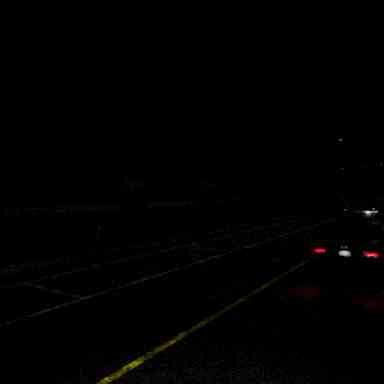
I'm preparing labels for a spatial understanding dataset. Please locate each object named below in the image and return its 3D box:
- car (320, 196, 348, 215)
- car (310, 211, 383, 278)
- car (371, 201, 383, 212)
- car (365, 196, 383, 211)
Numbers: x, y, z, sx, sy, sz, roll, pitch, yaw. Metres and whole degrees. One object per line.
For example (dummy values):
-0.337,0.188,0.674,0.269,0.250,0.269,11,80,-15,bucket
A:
14.428,1.362,33.615,2.192,1.841,5.009,-2,-1,35,car
5.182,1.552,10.234,2.033,1.411,5.357,-1,-1,35,car
13.416,1.524,22.057,1.994,1.385,4.181,-1,-1,35,car
22.230,1.503,40.151,2.033,1.411,5.357,-1,-1,35,car
